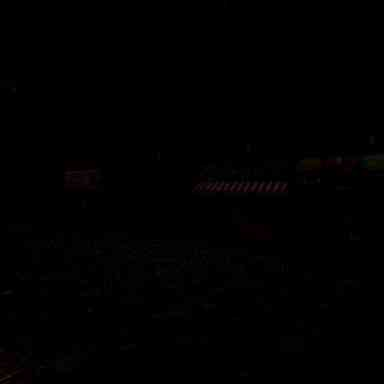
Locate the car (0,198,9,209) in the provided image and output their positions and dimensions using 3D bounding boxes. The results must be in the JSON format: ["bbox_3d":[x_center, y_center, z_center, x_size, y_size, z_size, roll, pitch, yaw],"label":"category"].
[{"bbox_3d":[-24.621,1.440,41.247,1.947,1.339,4.313,0,0,35],"label":"car"}]
